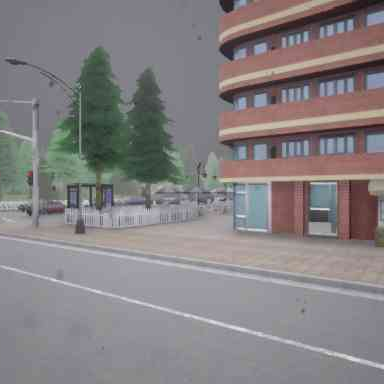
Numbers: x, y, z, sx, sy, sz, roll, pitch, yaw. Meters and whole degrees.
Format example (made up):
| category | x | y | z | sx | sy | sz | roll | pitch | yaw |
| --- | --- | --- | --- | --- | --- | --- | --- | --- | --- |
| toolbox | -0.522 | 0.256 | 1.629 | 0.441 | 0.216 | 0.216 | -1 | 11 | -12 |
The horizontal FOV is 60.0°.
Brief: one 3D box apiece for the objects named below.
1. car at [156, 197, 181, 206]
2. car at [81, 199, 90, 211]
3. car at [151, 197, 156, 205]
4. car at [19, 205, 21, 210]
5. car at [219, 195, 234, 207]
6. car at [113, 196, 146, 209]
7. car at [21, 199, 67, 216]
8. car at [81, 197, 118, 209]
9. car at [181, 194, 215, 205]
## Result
| category | x | y | z | sx | sy | sz | roll | pitch | yaw |
| --- | --- | --- | --- | --- | --- | --- | --- | --- | --- |
| car | -2.556 | 1.502 | 51.946 | 5.357 | 1.411 | 2.033 | 0 | 0 | -45 |
| car | -13.566 | 1.481 | 37.587 | 1.812 | 1.442 | 4.674 | 0 | 0 | 36 |
| car | -6.313 | 1.481 | 52.741 | 1.812 | 1.442 | 4.674 | 0 | 0 | 42 |
| car | -17.485 | 1.520 | 38.099 | 1.994 | 1.385 | 4.181 | 0 | 0 | 36 |
| car | 6.211 | 1.304 | 49.943 | 4.553 | 1.767 | 2.097 | 0 | 0 | -39 |
| car | -8.235 | 1.307 | 44.842 | 2.097 | 1.767 | 4.553 | 0 | 0 | 38 |
| car | -13.346 | 1.517 | 31.531 | 1.994 | 1.385 | 4.181 | 0 | 0 | 35 |
| car | -12.459 | 1.482 | 45.074 | 1.812 | 1.442 | 4.674 | 0 | 0 | 37 |
| car | 1.311 | 1.445 | 50.406 | 4.902 | 1.511 | 2.128 | 0 | 0 | -43 |
